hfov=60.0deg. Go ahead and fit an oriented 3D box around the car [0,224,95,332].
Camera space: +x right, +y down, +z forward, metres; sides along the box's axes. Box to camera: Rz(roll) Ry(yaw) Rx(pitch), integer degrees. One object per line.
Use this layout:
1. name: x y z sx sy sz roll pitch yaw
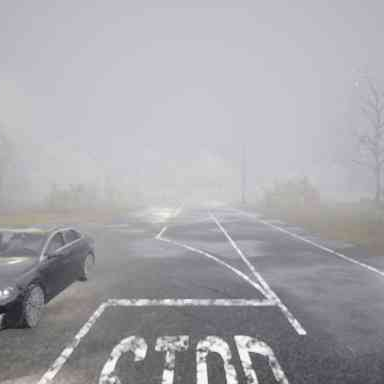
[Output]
1. car: -3.494 1.492 6.989 2.128 1.511 4.902 0 0 0
